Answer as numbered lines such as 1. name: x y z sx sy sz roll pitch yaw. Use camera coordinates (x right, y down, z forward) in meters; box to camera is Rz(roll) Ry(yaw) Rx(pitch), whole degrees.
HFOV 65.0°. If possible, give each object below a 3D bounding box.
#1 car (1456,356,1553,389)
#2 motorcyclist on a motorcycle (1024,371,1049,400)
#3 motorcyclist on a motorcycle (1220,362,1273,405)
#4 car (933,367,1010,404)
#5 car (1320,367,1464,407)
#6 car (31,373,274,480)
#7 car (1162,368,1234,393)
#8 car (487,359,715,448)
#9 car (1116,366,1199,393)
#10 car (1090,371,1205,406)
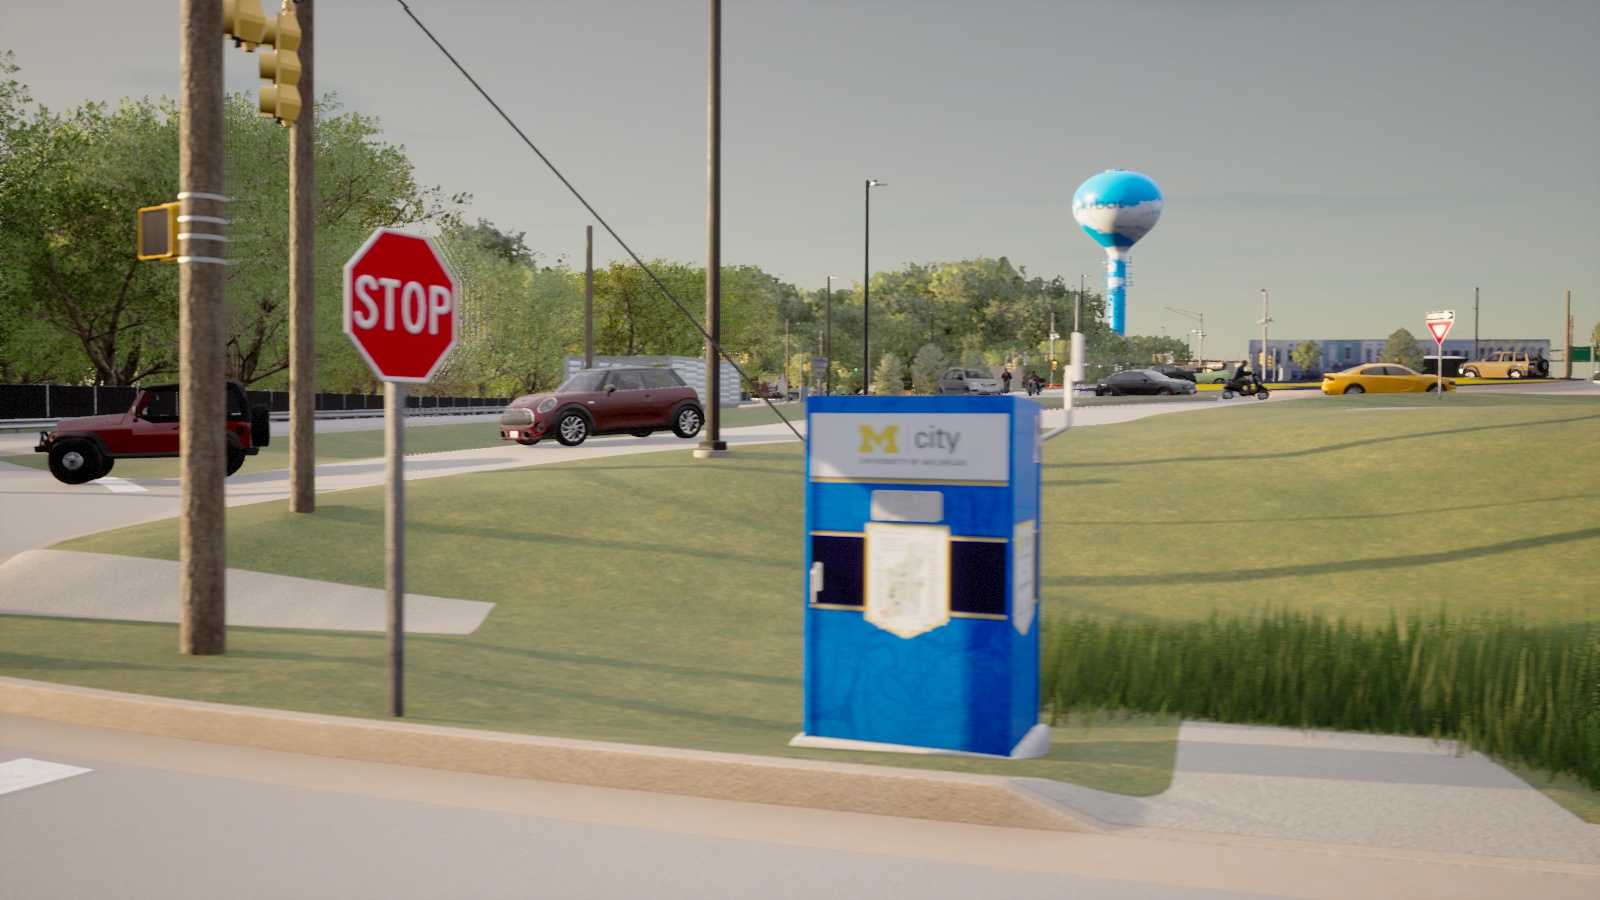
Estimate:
1. car: 40.971 -4.518 73.143 1.932 1.855 4.605 -1 4 -26
2. motorcyclist on a motorcycle: 14.522 -3.948 77.062 0.766 1.649 2.350 -5 2 28
3. motorcyclist on a motorcycle: 17.280 -2.559 48.581 1.817 1.590 0.866 1 0 27
4. car: 7.883 -2.965 58.043 1.851 1.617 3.988 0 2 -20
5. car: 24.054 -2.597 51.198 5.008 1.535 1.882 1 5 14
6. car: -12.044 -0.472 23.671 3.866 1.878 1.905 -1 2 -21
7. car: 27.471 -4.802 86.787 4.514 1.525 2.007 -1 1 8
8. car: -4.387 -1.082 28.070 4.553 1.767 2.097 -4 4 -41
9. car: 23.502 -4.613 82.611 5.008 1.535 1.882 -1 1 8
10. car: 15.317 -2.712 55.533 1.812 1.442 4.674 -6 5 -42
